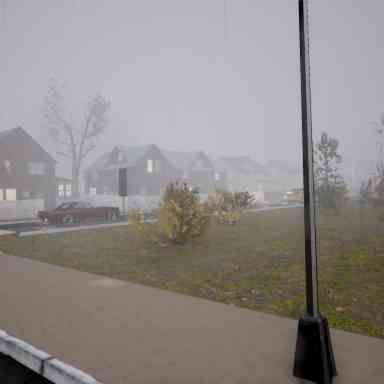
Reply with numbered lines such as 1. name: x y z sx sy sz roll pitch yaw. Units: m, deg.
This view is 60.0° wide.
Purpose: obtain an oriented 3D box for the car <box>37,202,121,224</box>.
1. car: -6.772 1.253 20.489 1.895 1.301 4.718 -2 -1 43

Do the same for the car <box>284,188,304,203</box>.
1. car: 13.914 0.594 42.303 1.882 1.535 5.008 -2 -1 44
